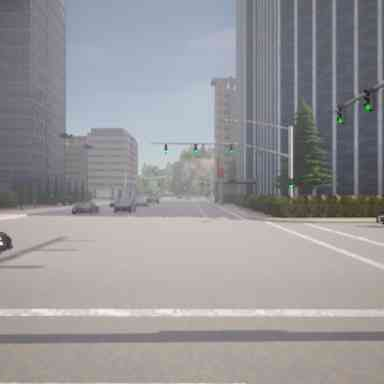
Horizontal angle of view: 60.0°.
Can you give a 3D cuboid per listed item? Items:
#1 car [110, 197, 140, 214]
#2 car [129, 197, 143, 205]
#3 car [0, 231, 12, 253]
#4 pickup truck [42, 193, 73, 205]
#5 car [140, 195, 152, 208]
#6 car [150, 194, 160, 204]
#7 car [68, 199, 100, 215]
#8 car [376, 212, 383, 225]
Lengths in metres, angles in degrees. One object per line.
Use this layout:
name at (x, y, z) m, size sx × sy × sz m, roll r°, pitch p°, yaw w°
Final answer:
car at (-7.652, 1.610, 38.344) m, size 1.882 × 1.535 × 5.008 m, roll 0°, pitch 0°, yaw -1°
car at (-11.321, 1.771, 67.400) m, size 2.033 × 1.411 × 5.357 m, roll 0°, pitch 0°, yaw -1°
car at (-8.576, 1.604, 11.455) m, size 4.181 × 1.385 × 1.994 m, roll 0°, pitch 0°, yaw 0°
pickup truck at (-24.375, 1.265, 60.042) m, size 2.390 × 2.098 × 6.274 m, roll 0°, pitch 0°, yaw 30°
car at (-7.765, 1.705, 51.978) m, size 1.812 × 1.442 × 4.674 m, roll 0°, pitch 0°, yaw 0°
car at (-7.827, 1.405, 67.959) m, size 2.150 × 2.045 × 5.566 m, roll 0°, pitch 0°, yaw 0°
car at (-11.119, 1.684, 34.940) m, size 1.994 × 1.385 × 4.181 m, roll 0°, pitch 0°, yaw -1°
car at (14.896, 1.567, 22.118) m, size 4.902 × 1.511 × 2.128 m, roll 0°, pitch 0°, yaw 0°
